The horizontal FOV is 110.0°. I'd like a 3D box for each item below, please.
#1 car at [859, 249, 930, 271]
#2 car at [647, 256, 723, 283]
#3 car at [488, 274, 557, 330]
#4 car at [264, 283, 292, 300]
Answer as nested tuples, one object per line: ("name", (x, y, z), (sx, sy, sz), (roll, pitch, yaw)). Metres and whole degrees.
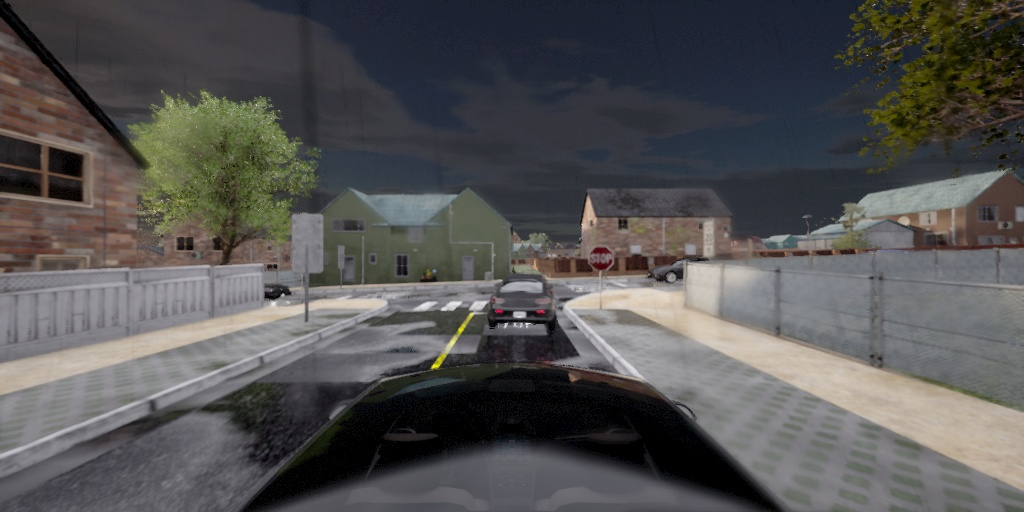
("car", (22.025, 0.372, 21.595), (5.008, 1.535, 1.882), (-2, 0, 0))
("car", (10.694, 0.807, 21.685), (4.892, 1.490, 1.837), (-2, 0, 0))
("car", (0.402, 1.269, 11.064), (1.812, 1.442, 4.674), (0, 0, 5))
("car", (-14.733, 1.772, 18.932), (5.357, 1.411, 2.033), (-2, 0, 0))
